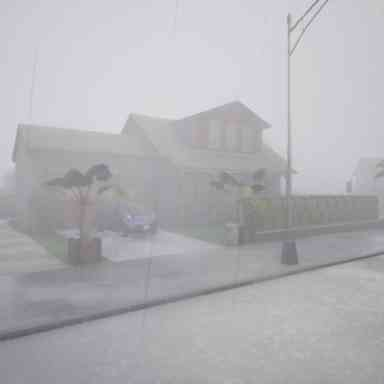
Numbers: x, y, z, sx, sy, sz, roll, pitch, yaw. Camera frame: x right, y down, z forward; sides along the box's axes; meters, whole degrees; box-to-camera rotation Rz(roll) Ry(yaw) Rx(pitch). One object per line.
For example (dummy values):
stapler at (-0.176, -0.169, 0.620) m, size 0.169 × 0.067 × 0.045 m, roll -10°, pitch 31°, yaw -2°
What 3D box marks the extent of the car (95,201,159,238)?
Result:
car at (-3.023, 1.167, 15.291) m, size 1.845 × 1.501 × 3.633 m, roll 0°, pitch 0°, yaw -38°
